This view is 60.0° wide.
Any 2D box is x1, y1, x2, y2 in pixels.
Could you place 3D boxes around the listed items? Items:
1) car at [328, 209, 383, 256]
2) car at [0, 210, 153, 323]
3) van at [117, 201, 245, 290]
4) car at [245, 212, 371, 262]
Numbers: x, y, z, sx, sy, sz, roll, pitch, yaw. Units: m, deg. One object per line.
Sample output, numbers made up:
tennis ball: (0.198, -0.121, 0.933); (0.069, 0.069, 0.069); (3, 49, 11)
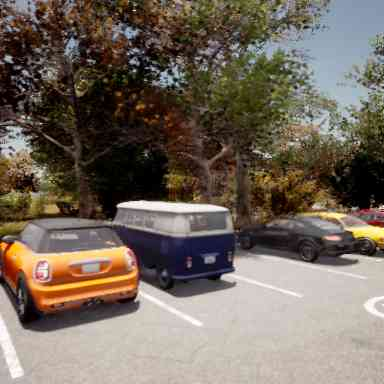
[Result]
car: (6.131, 1.571, 13.963); (1.946, 1.575, 5.366); (1, 0, -36)
car: (-3.020, 1.366, 7.615); (2.185, 1.767, 4.553); (0, 0, -36)
van: (-0.842, 1.284, 9.351); (1.878, 1.987, 4.442); (0, 0, -36)
car: (3.759, 1.593, 12.493); (2.002, 1.452, 4.674); (1, 0, -36)
